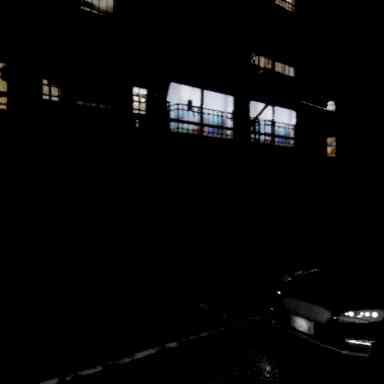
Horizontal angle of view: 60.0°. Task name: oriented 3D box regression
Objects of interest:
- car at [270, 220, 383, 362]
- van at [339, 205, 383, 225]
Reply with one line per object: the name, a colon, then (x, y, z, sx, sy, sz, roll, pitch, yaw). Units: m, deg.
car: (3.451, 1.493, 5.836, 4.902, 1.511, 2.128, 0, 0, -35)
van: (6.642, 1.346, 11.288, 3.998, 1.788, 1.690, 0, 0, -35)
